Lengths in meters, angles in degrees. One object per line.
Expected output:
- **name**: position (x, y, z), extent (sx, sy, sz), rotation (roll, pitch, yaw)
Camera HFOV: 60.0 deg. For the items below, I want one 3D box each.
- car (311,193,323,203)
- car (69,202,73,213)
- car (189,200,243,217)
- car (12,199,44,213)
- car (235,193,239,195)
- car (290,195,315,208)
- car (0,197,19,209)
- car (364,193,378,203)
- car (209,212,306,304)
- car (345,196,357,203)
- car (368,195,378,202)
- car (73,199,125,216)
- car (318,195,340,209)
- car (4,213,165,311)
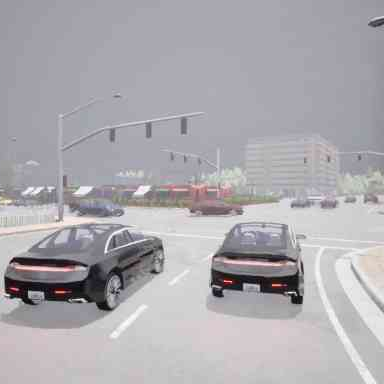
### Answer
- **car**: position (21.106, 1.221, 56.454), extent (2.150, 2.045, 5.566), rotation (0, 0, 31)
- **car**: position (-11.425, 1.533, 36.657), extent (5.008, 1.535, 1.882), rotation (0, 0, 32)
- **car**: position (2.213, 1.517, 30.979), extent (5.008, 1.535, 1.882), rotation (0, 1, 5)
- **car**: position (-18.358, 1.547, 36.843), extent (4.902, 1.511, 2.128), rotation (0, 0, 32)
- **car**: position (11.184, 1.209, 88.562), extent (4.605, 1.855, 1.932), rotation (0, 0, 32)
- **car**: position (15.485, 1.547, 47.290), extent (2.033, 1.411, 5.357), rotation (0, 0, 31)
- **car**: position (-26.159, 1.533, 45.814), extent (5.008, 1.535, 1.882), rotation (0, 0, 32)
- **car**: position (36.645, 1.225, 68.314), extent (2.150, 2.045, 5.566), rotation (0, 0, 31)
- **car**: position (1.746, 1.492, 8.255), extent (2.128, 1.511, 4.902), rotation (0, 0, 16)
- **car**: position (33.300, 1.525, 69.550), extent (2.128, 1.511, 4.902), rotation (0, 0, 31)
- **car**: position (42.163, 1.524, 77.348), extent (1.812, 1.442, 4.674), rotation (0, 0, 31)
- **car**: position (-8.336, 1.407, 30.515), extent (4.553, 1.767, 2.097), rotation (0, 0, 33)
- **car**: position (19.416, 1.525, 46.637), extent (1.812, 1.442, 4.674), rotation (0, 0, 31)
- **car**: position (-2.071, 1.492, 7.862), extent (2.128, 1.511, 4.902), rotation (0, 0, 12)
